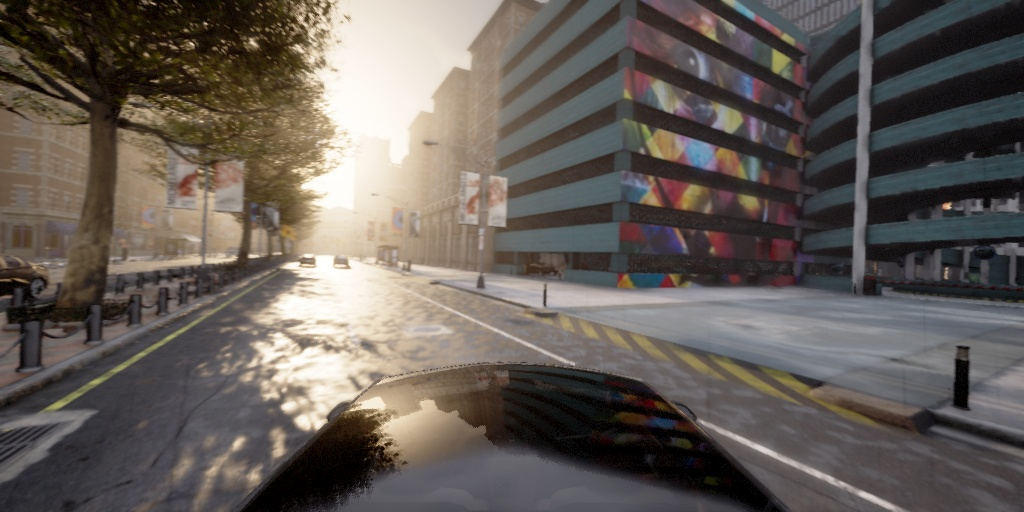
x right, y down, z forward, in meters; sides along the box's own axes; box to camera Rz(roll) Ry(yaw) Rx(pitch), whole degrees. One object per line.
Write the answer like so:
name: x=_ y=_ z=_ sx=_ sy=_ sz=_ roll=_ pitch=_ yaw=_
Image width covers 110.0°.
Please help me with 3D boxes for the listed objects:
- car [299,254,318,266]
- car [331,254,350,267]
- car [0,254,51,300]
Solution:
car: x=-24.628 y=0.512 z=43.407 sx=1.994 sy=1.385 sz=4.181 roll=2 pitch=0 yaw=-29
car: x=-21.357 y=0.600 z=44.691 sx=1.812 sy=1.442 sz=4.674 roll=2 pitch=0 yaw=-29
car: x=-15.853 y=0.672 z=10.255 sx=2.128 sy=1.511 sz=4.902 roll=2 pitch=0 yaw=-28
